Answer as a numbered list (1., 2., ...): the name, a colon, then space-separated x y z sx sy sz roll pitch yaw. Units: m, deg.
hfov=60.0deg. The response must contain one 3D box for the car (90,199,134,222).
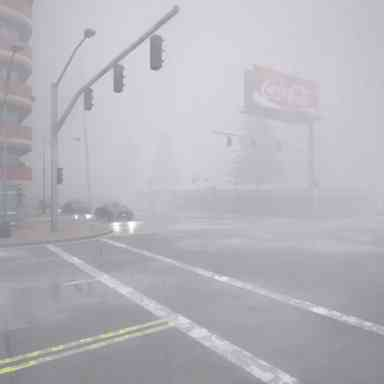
1. car: -6.289 1.564 26.639 1.994 1.385 4.181 0 0 -36

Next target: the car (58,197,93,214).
1. car: -12.094 1.564 34.715 1.994 1.385 4.181 0 0 -36

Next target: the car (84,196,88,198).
1. car: -20.558 1.564 58.844 1.994 1.385 4.181 0 0 -36

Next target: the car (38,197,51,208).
1. car: -19.287 1.478 44.758 1.882 1.535 5.008 0 0 -35

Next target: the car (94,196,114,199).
1. car: -14.490 1.505 56.394 1.837 1.490 4.892 0 0 -36

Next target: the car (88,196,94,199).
1. car: -19.973 1.478 64.027 1.882 1.535 5.008 0 0 -36
